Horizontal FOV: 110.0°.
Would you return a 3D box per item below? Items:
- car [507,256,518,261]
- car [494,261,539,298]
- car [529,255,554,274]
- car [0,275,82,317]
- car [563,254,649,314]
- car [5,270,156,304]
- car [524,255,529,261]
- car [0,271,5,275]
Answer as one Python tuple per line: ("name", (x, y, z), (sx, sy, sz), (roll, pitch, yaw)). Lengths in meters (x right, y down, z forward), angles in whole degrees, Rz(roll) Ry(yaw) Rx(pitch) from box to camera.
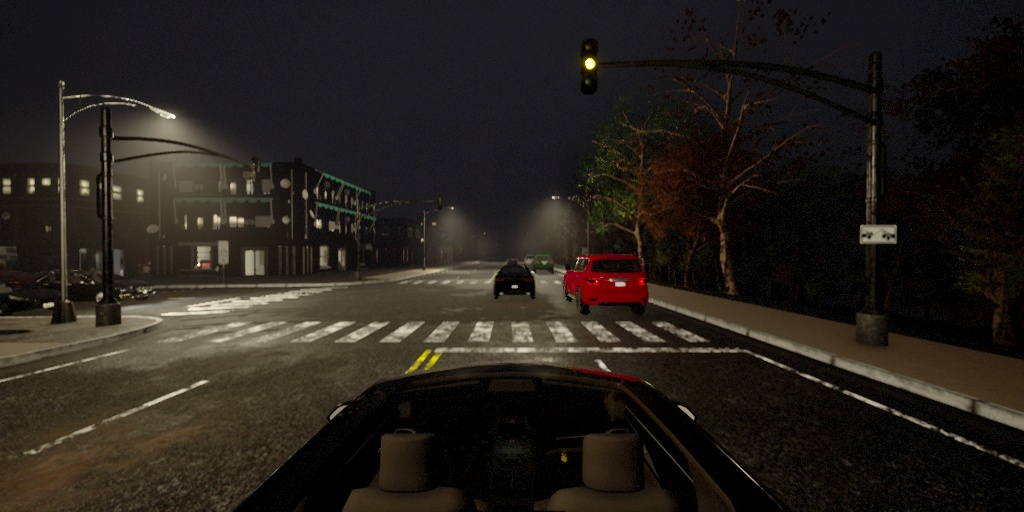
("car", (0.083, 1.182, 64.117), (1.994, 1.385, 4.181), (0, 0, 0))
("car", (0.123, 1.195, 18.159), (1.882, 1.535, 5.008), (0, 0, 0))
("car", (3.401, 0.891, 40.283), (2.150, 2.045, 5.566), (0, 0, 0))
("car", (-19.932, 1.543, 13.758), (4.313, 1.339, 1.948), (0, 0, 0))
("car", (3.366, 0.950, 13.839), (2.150, 2.045, 5.566), (0, 0, 0))
("car", (-19.323, 1.443, 16.438), (4.892, 1.490, 1.837), (-1, 1, -2))
("car", (3.339, 0.840, 64.652), (2.150, 2.045, 5.566), (0, 0, 0))
("car", (-28.548, 1.531, 19.696), (4.674, 1.442, 1.812), (-1, 1, 0))
